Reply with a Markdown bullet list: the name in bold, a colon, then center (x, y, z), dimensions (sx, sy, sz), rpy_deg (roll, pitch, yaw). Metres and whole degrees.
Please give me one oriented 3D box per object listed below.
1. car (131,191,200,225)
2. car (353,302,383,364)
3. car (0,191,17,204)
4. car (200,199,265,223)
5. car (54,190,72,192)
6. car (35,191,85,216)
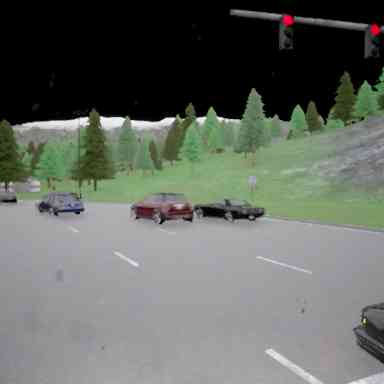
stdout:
- **car**: center (-1.872, 0.818, 19.570), dimensions (2.097, 1.767, 4.553), rpy_deg (-1, 2, -34)
- **car**: center (3.506, 1.480, 1.824), dimensions (2.033, 1.411, 5.357), rpy_deg (0, 2, -15)
- **car**: center (-21.778, 0.614, 37.449), dimensions (4.181, 1.385, 1.994), rpy_deg (1, 2, 26)
- **car**: center (2.087, 1.039, 20.063), dimensions (1.895, 1.301, 4.718), rpy_deg (-1, 2, -32)
- **car**: center (-14.991, 0.512, 37.635), dimensions (4.902, 1.511, 2.128), rpy_deg (1, 2, 32)
- **car**: center (-9.676, 0.917, 24.161), dimensions (2.033, 1.411, 5.357), rpy_deg (-2, 2, -42)
